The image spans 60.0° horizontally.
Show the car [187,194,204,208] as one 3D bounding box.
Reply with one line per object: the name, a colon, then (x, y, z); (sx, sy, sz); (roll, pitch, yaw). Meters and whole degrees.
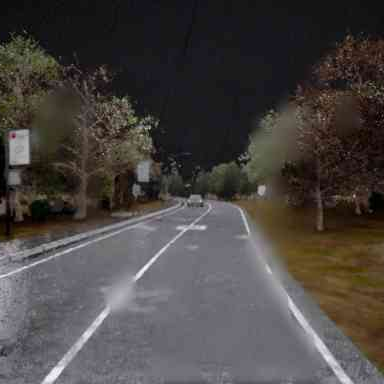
car: (0.491, 1.106, 44.074); (2.097, 1.767, 4.553); (0, 0, 3)
